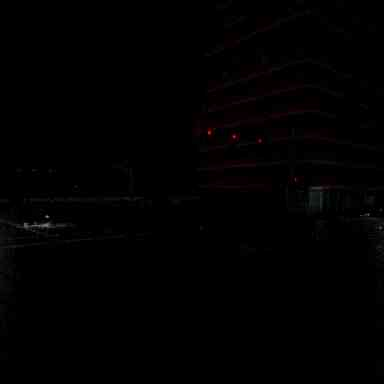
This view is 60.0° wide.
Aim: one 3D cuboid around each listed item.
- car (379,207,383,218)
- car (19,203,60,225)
[{"bbox_3d":[18.271,1.515,29.456,4.674,1.442,1.812,0,0,-41],"label":"car"},{"bbox_3d":[-11.304,1.508,24.527,1.994,1.385,4.181,0,0,-40],"label":"car"}]
